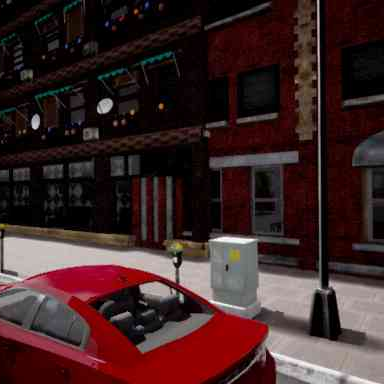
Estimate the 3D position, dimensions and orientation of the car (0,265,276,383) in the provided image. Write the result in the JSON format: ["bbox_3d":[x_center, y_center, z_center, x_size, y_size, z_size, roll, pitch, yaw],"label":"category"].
[{"bbox_3d":[-1.326,1.545,3.836,4.507,1.381,1.887,0,-1,36],"label":"car"}]
